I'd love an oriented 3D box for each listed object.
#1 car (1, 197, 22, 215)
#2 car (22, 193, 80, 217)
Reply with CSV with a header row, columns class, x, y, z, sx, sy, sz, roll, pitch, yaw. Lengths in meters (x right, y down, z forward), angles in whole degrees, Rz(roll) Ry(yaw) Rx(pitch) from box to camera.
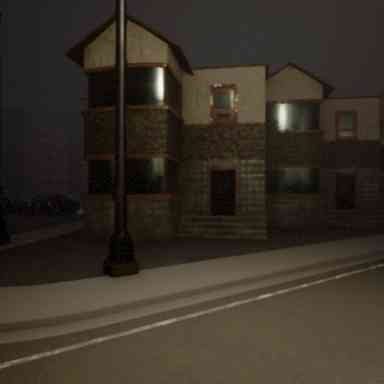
class,x,y,z,sx,sy,sz,roll,pitch,yaw
car,-14.540,1.128,25.215,2.128,1.511,4.902,0,2,10
car,-10.800,0.940,26.323,2.097,1.767,4.553,0,2,10
